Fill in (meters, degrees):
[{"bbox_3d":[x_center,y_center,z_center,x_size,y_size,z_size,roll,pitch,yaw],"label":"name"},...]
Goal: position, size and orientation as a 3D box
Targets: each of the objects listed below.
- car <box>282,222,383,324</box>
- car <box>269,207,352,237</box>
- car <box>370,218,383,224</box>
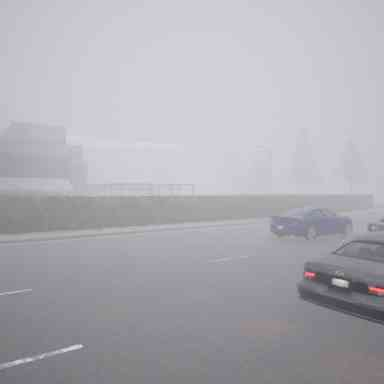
[{"bbox_3d":[4.485,1.547,6.944,5.357,1.411,2.033,0,0,-35],"label":"car"},{"bbox_3d":[6.051,1.477,16.659,5.008,1.535,1.882,0,0,-35],"label":"car"},{"bbox_3d":[10.142,1.601,15.278,4.718,1.301,1.895,0,0,-35],"label":"car"}]
